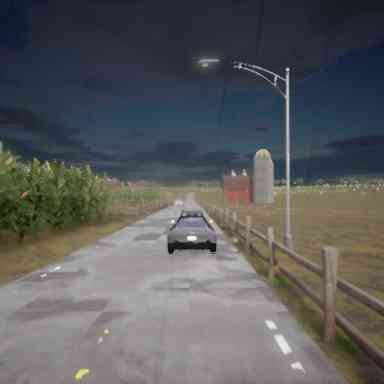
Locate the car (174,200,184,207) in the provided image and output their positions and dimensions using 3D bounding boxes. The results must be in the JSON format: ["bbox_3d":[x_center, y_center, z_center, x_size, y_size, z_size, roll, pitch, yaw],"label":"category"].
[{"bbox_3d":[-2.766,2.356,70.994,1.812,1.442,4.674,0,-1,0],"label":"car"}]

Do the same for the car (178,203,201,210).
[{"bbox_3d":[-0.005,1.895,29.101,1.895,1.301,4.718,0,-1,0],"label":"car"}]

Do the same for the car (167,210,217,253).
[{"bbox_3d":[0.001,1.701,14.314,1.994,1.385,4.181,0,-1,0],"label":"car"}]
